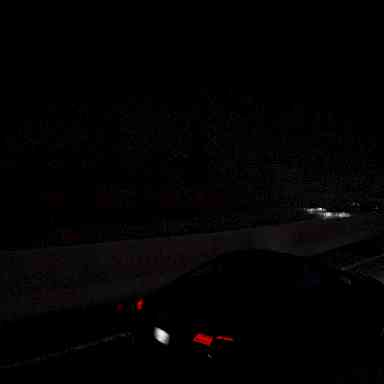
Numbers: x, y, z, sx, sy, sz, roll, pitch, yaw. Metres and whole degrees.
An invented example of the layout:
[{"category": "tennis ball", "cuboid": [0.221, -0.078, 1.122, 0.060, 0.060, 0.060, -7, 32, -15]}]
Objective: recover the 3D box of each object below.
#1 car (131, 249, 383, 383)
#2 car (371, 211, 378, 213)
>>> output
[{"category": "car", "cuboid": [1.235, 1.578, 4.955, 4.181, 1.385, 1.994, 0, 0, -38]}, {"category": "car", "cuboid": [19.140, 1.566, 35.663, 1.882, 1.535, 5.008, 0, 0, 31]}]
